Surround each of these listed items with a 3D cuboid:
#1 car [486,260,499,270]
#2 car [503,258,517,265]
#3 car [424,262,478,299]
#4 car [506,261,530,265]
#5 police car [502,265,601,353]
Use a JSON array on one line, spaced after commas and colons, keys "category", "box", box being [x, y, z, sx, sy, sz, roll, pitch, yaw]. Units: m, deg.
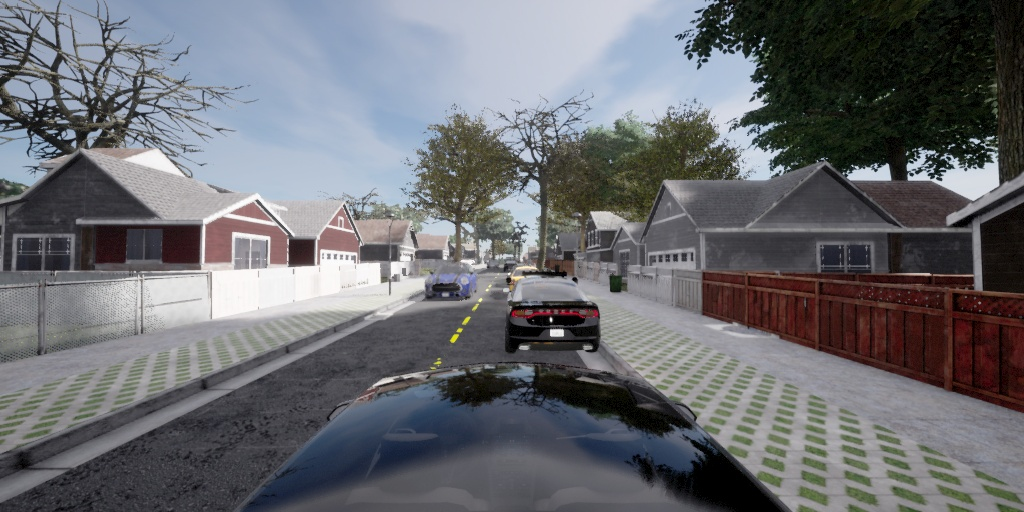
[{"category": "car", "box": [-3.002, 1.389, 56.312, 2.128, 1.511, 4.902, 0, 0, 0]}, {"category": "car", "box": [-0.173, 1.345, 49.573, 1.882, 1.535, 5.008, 0, 0, 0]}, {"category": "car", "box": [-2.924, 1.116, 17.962, 2.097, 1.767, 4.553, 0, 0, 0]}, {"category": "car", "box": [0.747, 1.221, 19.111, 1.801, 1.575, 5.366, 0, 0, 0]}, {"category": "police car", "box": [0.795, 1.181, 9.025, 1.930, 1.638, 5.238, 0, 0, 0]}]
